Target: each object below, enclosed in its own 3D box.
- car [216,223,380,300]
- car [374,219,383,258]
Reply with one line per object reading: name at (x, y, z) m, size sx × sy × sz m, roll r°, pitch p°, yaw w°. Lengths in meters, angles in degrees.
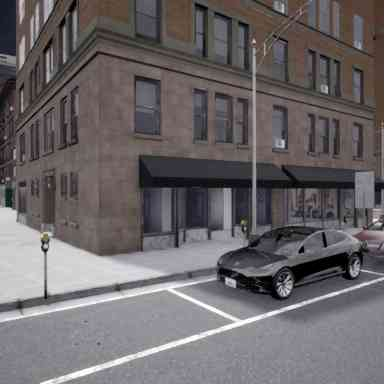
car at (2.599, 1.566, 8.382) m, size 4.313 × 1.339 × 1.947 m, roll 0°, pitch 0°, yaw -35°
car at (7.080, 1.582, 11.573) m, size 4.206 × 1.307 × 1.802 m, roll 0°, pitch 0°, yaw -35°
